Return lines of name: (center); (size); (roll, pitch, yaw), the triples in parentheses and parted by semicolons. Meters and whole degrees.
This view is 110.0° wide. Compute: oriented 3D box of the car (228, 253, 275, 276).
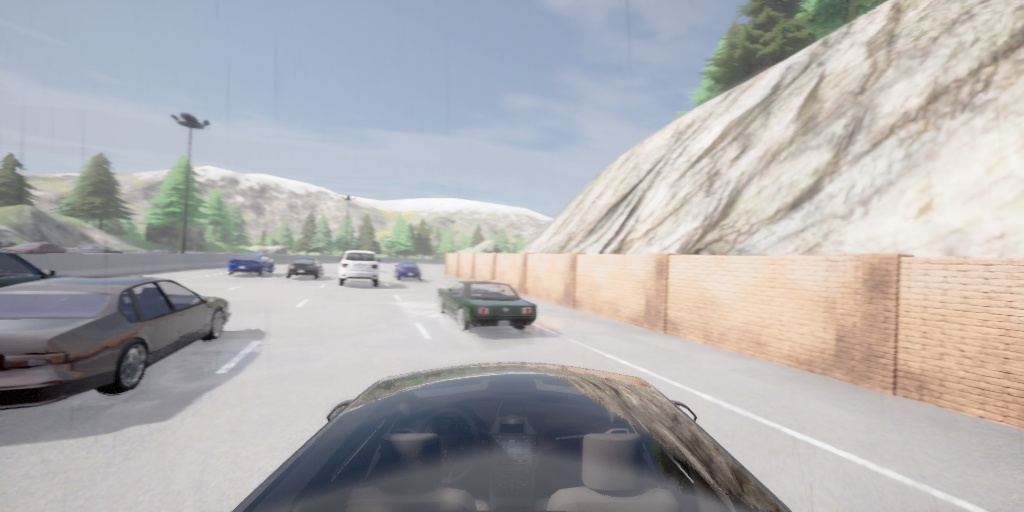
car: (-18.324, 0.562, 25.432); (1.882, 1.535, 5.008); (3, 0, -22)

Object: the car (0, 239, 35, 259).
car: (-41.740, -0.606, 28.465); (2.128, 1.511, 4.902); (3, -1, -16)

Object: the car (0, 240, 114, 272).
car: (-10.550, 0.613, 6.800); (2.097, 1.767, 4.553); (3, -1, -23)

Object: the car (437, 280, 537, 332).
car: (-1.039, 1.412, 11.198); (1.895, 1.301, 4.718); (3, -1, -23)

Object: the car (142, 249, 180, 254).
car: (-32.196, 0.020, 33.089); (1.994, 1.385, 4.181); (3, -1, -16)

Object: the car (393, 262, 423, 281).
car: (-8.419, 1.168, 28.885); (1.812, 1.442, 4.674); (3, -1, -22)

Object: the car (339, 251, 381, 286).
car: (-9.548, 0.724, 22.551); (2.150, 2.045, 5.566); (3, -1, -23)

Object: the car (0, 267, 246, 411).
car: (-6.269, 1.018, 5.589); (2.033, 1.411, 5.357); (3, -1, -23)

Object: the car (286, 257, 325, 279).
car: (-14.516, 0.807, 25.339); (1.812, 1.442, 4.674); (3, -1, -22)

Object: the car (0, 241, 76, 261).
car: (-38.180, -0.385, 28.718); (1.812, 1.442, 4.674); (3, -1, -17)

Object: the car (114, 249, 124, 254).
car: (-34.961, -0.160, 30.141); (1.994, 1.385, 4.181); (3, -1, -16)
